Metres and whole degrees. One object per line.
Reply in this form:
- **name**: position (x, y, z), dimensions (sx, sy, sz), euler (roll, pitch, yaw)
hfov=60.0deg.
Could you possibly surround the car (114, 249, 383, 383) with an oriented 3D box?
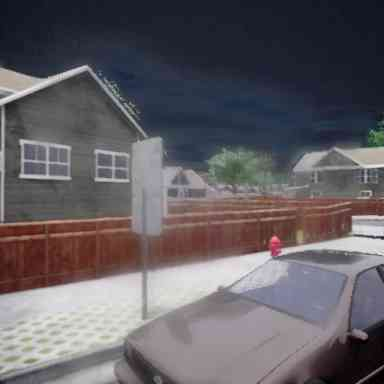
- **car**: position (1.794, 1.544, 4.404), dimensions (5.357, 1.411, 2.033), euler (0, 0, -36)
